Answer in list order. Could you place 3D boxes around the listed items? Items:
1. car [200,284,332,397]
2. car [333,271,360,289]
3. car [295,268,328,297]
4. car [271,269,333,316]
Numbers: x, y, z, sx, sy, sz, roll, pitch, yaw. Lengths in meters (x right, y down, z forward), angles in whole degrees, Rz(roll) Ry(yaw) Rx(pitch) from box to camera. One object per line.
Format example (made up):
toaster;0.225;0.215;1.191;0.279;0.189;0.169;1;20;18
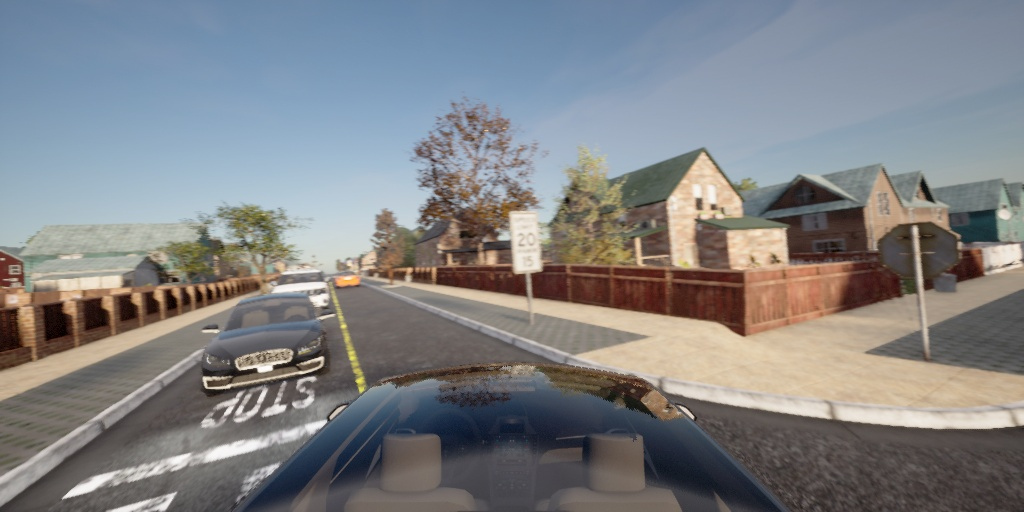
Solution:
car;-5.059;1.602;7.740;1.837;1.490;4.892;-4;0;-29
car;-16.854;2.323;36.649;2.097;1.767;4.553;-4;0;-27
car;-17.094;2.188;30.855;2.150;2.045;5.566;-4;1;-27
car;-10.278;1.692;17.665;2.150;2.045;5.566;-4;0;-28
